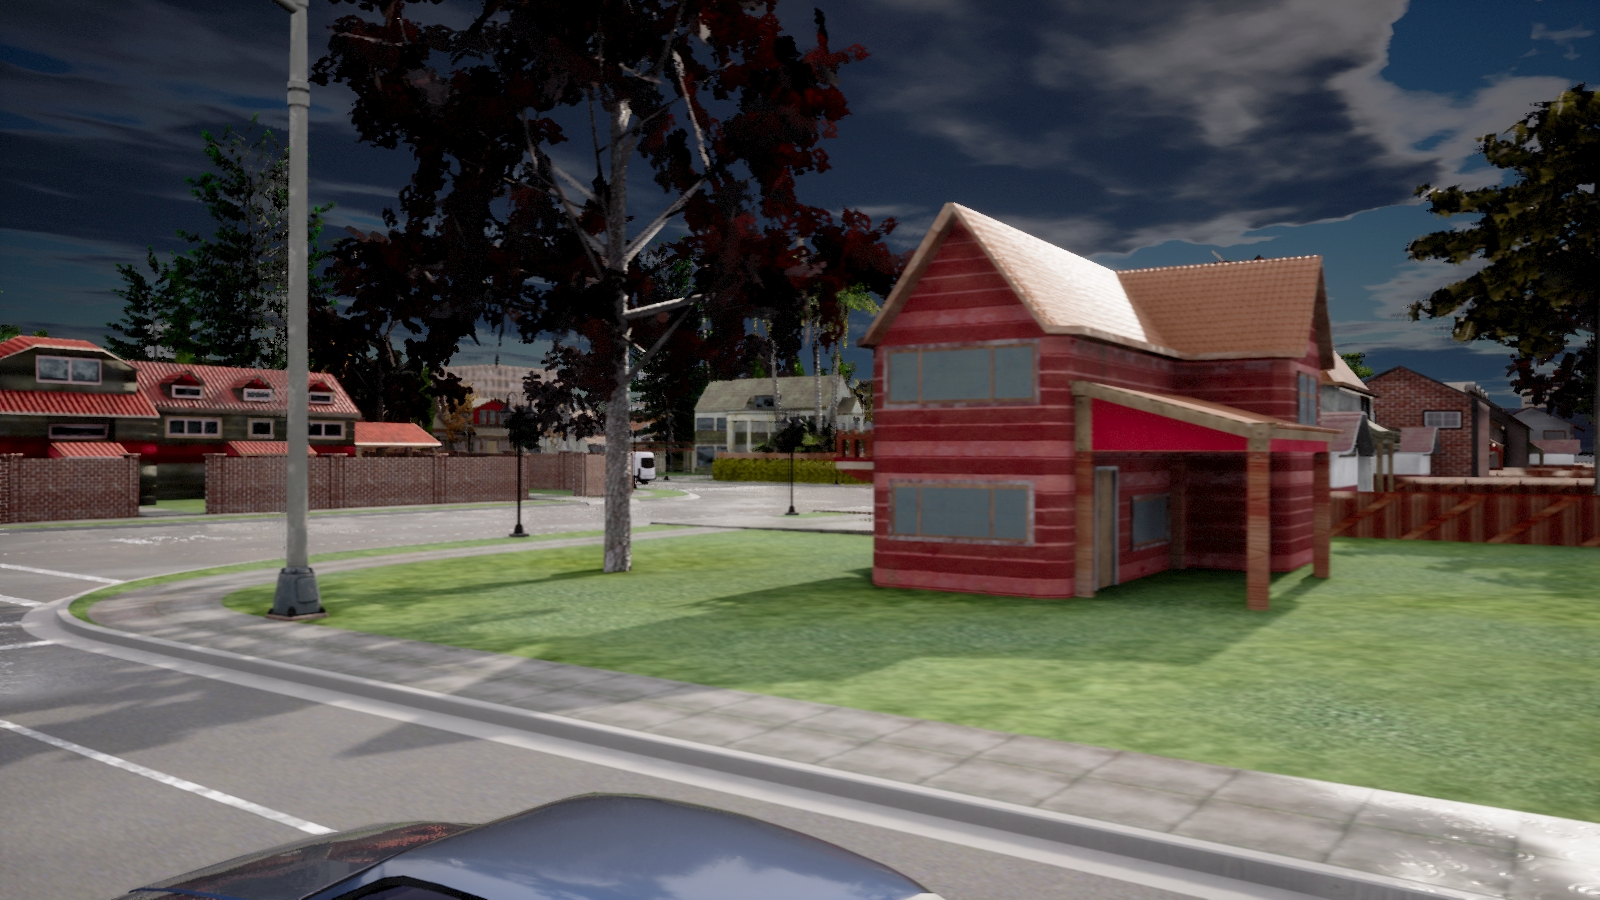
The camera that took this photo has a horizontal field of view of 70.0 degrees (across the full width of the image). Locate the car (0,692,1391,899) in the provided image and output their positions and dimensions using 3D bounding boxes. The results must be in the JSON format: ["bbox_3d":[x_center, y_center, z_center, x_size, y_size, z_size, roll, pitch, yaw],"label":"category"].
[{"bbox_3d":[-0.789,2.109,4.233,5.357,1.411,2.033,0,0,36],"label":"car"}]
